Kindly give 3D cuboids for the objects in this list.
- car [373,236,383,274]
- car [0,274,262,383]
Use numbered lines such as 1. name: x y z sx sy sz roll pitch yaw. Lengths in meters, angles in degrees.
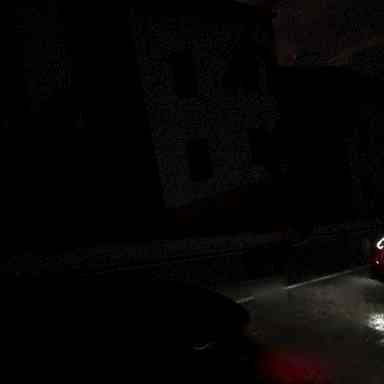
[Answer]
1. car: 6.879 1.315 9.000 4.553 1.767 2.097 0 0 -36
2. car: -1.784 1.544 2.737 5.357 1.411 2.033 0 0 -36
